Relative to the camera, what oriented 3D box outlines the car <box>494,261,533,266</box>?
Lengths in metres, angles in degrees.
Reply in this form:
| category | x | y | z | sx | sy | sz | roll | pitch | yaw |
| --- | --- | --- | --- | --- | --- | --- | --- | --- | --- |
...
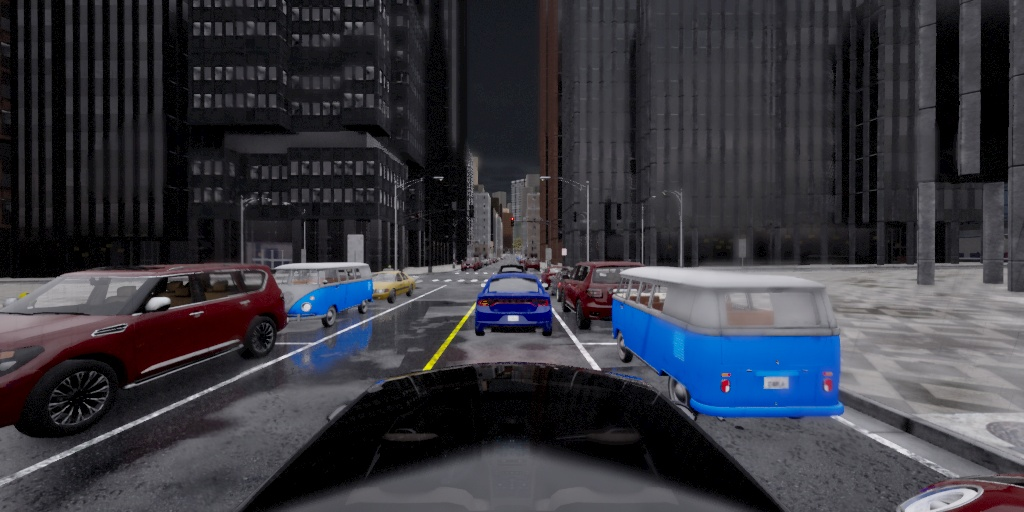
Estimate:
| category | x | y | z | sx | sy | sz | roll | pitch | yaw |
| --- | --- | --- | --- | --- | --- | --- | --- | --- | --- |
| car | 0.003 | 1.257 | 20.783 | 1.837 | 1.490 | 4.892 | 0 | 0 | 0 |

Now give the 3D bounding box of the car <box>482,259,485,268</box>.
| category | x | y | z | sx | sy | sz | roll | pitch | yaw |
| --- | --- | --- | --- | --- | --- | --- | --- | --- | --- |
| car | -5.754 | 1.090 | 54.869 | 2.192 | 1.841 | 5.009 | 0 | 0 | 0 |

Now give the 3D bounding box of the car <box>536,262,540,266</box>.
| category | x | y | z | sx | sy | sz | roll | pitch | yaw |
| --- | --- | --- | --- | --- | --- | --- | --- | --- | --- |
| car | 2.766 | 1.297 | 22.174 | 1.888 | 1.381 | 4.507 | 0 | 0 | 0 |

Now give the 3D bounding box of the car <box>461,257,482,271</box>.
| category | x | y | z | sx | sy | sz | roll | pitch | yaw |
| --- | --- | --- | --- | --- | --- | --- | --- | --- | --- |
| car | -5.755 | 1.084 | 49.225 | 2.192 | 1.841 | 5.009 | 0 | 0 | 0 |

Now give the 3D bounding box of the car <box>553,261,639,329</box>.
| category | x | y | z | sx | sy | sz | roll | pitch | yaw |
| --- | --- | --- | --- | --- | --- | --- | --- | --- | --- |
| car | 2.767 | 1.065 | 11.123 | 2.192 | 1.841 | 5.009 | 0 | 0 | 0 |

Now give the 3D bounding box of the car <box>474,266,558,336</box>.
| category | x | y | z | sx | sy | sz | roll | pitch | yaw |
| --- | --- | --- | --- | --- | --- | --- | --- | --- | --- |
| car | 0.060 | 1.228 | 10.412 | 1.882 | 1.535 | 5.008 | 0 | 0 | 1 |

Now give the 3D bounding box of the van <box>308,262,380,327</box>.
| category | x | y | z | sx | sy | sz | roll | pitch | yaw |
| --- | --- | --- | --- | --- | --- | --- | --- | --- | --- |
| van | -5.763 | 1.091 | 11.137 | 1.690 | 1.789 | 3.998 | 0 | 0 | 0 |

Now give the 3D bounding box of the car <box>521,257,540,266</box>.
| category | x | y | z | sx | sy | sz | roll | pitch | yaw |
| --- | --- | --- | --- | --- | --- | --- | --- | --- | --- |
| car | 2.770 | 1.084 | 49.214 | 2.192 | 1.841 | 5.009 | 0 | 0 | 0 |

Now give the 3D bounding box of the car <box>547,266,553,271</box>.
| category | x | y | z | sx | sy | sz | roll | pitch | yaw |
| --- | --- | --- | --- | --- | --- | --- | --- | --- | --- |
| car | 2.766 | 1.301 | 16.649 | 2.007 | 1.370 | 4.403 | 0 | 0 | 0 |

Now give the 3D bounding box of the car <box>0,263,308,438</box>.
| category | x | y | z | sx | sy | sz | roll | pitch | yaw |
| --- | --- | --- | --- | --- | --- | --- | --- | --- | --- |
| car | -5.765 | 1.064 | 5.612 | 2.192 | 1.841 | 5.009 | 0 | 0 | 0 |

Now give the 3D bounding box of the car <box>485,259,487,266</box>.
| category | x | y | z | sx | sy | sz | roll | pitch | yaw |
| --- | --- | --- | --- | --- | --- | --- | --- | --- | --- |
| car | -5.753 | 1.348 | 60.511 | 1.948 | 1.339 | 4.313 | 0 | 0 | 0 |

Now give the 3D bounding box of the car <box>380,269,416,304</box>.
| category | x | y | z | sx | sy | sz | roll | pitch | yaw |
| --- | --- | --- | --- | --- | --- | --- | --- | --- | --- |
| car | -5.761 | 1.276 | 16.491 | 1.751 | 1.417 | 4.829 | 0 | 0 | 0 |

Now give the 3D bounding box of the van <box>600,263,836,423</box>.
| category | x | y | z | sx | sy | sz | roll | pitch | yaw |
| --- | --- | --- | --- | --- | --- | --- | --- | --- | --- |
| van | 2.767 | 1.091 | 5.598 | 1.690 | 1.789 | 3.998 | 0 | 0 | 0 |
